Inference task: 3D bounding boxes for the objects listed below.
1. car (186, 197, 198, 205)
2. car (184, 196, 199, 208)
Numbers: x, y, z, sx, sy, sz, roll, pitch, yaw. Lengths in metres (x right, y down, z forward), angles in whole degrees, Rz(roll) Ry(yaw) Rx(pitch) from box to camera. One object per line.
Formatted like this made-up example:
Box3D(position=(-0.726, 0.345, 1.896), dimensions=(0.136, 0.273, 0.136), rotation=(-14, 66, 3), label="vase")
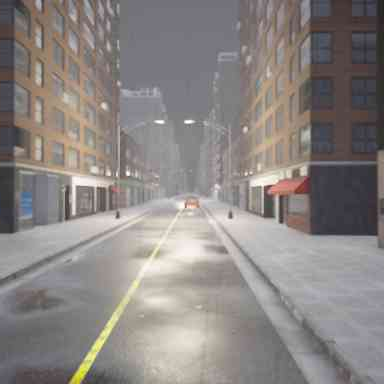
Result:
Box3D(position=(-0.011, 1.564, 58.195), dimensions=(1.994, 1.385, 4.181), rotation=(0, 0, 0), label="car")
Box3D(position=(-0.010, 1.351, 48.128), dimensions=(2.097, 1.767, 4.553), rotation=(0, 0, 0), label="car")
